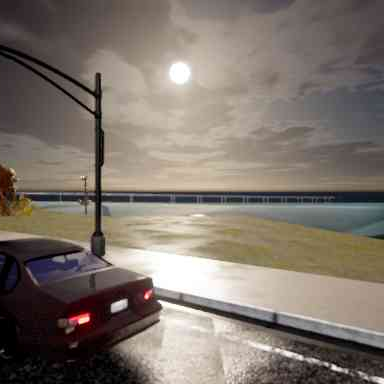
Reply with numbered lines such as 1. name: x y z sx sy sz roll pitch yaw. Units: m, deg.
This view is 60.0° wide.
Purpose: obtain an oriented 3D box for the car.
1. car: -3.009 1.548 5.843 5.357 1.411 2.033 0 0 35
